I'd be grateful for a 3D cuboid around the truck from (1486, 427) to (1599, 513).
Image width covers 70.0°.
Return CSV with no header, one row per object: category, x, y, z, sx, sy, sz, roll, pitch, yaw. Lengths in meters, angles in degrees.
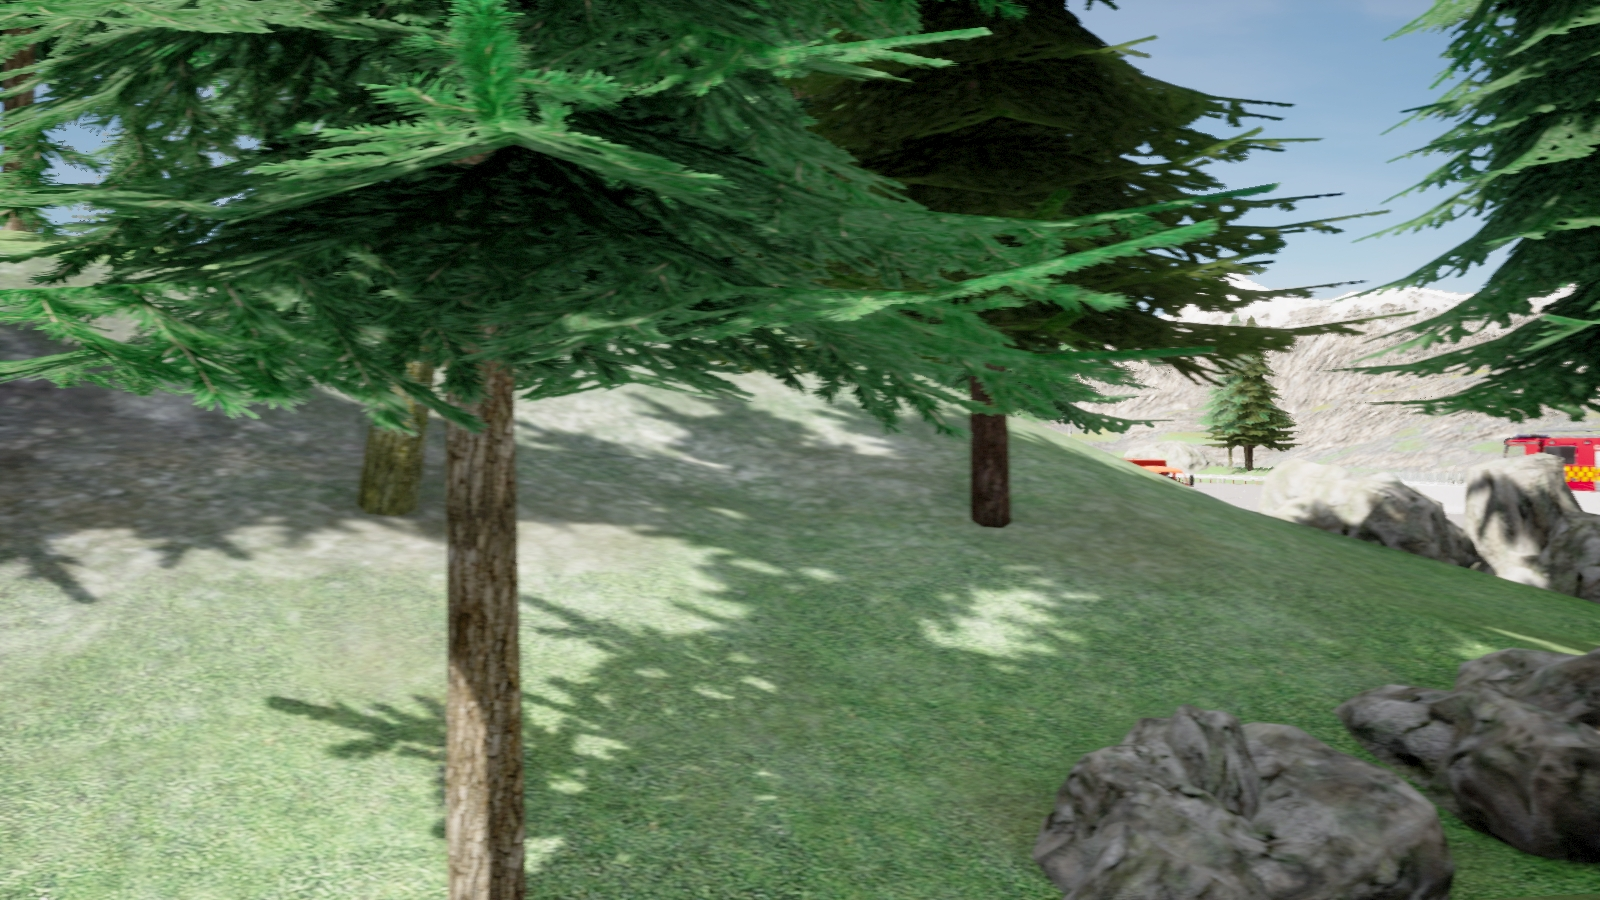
truck,36.414,0.889,52.539,2.891,3.827,8.468,0,0,-19
